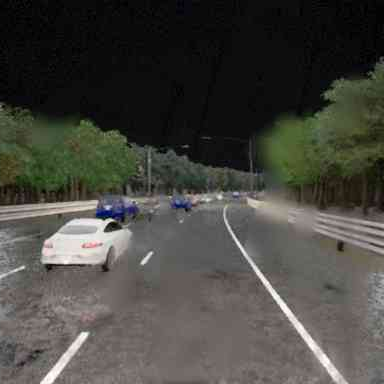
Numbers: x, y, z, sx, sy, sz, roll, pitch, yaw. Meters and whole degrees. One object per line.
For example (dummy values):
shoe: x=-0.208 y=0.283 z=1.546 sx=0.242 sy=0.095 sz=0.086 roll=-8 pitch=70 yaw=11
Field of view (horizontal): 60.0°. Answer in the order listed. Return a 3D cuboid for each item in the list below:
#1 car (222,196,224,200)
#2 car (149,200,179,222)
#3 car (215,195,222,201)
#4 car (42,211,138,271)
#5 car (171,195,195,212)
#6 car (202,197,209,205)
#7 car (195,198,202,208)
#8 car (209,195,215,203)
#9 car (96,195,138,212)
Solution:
car: x=7.866 y=1.536 z=94.195 sx=1.812 sy=1.442 sz=4.674 roll=0 pitch=0 yaw=14
car: x=-2.378 y=1.599 z=27.266 sx=1.812 sy=1.442 sz=4.674 roll=0 pitch=-1 yaw=3
car: x=5.454 y=1.535 z=83.607 sx=2.128 sy=1.511 sz=4.902 roll=0 pitch=0 yaw=12
car: x=-3.190 y=1.559 z=10.882 sx=1.812 sy=1.442 sz=4.674 roll=0 pitch=0 yaw=2
car: x=-1.335 y=1.326 z=40.760 sx=2.150 sy=2.045 sz=5.566 roll=0 pitch=0 yaw=6
car: x=1.488 y=1.711 z=62.287 sx=1.895 sy=1.301 sz=4.718 roll=0 pitch=0 yaw=9
car: x=-0.067 y=1.726 z=51.542 sx=1.895 sy=1.301 sz=4.718 roll=0 pitch=0 yaw=7
car: x=3.331 y=1.677 z=72.989 sx=1.895 sy=1.301 sz=4.718 roll=0 pitch=0 yaw=11
car: x=-5.923 y=1.287 z=26.760 sx=2.150 sy=2.045 sz=5.566 roll=0 pitch=0 yaw=4
